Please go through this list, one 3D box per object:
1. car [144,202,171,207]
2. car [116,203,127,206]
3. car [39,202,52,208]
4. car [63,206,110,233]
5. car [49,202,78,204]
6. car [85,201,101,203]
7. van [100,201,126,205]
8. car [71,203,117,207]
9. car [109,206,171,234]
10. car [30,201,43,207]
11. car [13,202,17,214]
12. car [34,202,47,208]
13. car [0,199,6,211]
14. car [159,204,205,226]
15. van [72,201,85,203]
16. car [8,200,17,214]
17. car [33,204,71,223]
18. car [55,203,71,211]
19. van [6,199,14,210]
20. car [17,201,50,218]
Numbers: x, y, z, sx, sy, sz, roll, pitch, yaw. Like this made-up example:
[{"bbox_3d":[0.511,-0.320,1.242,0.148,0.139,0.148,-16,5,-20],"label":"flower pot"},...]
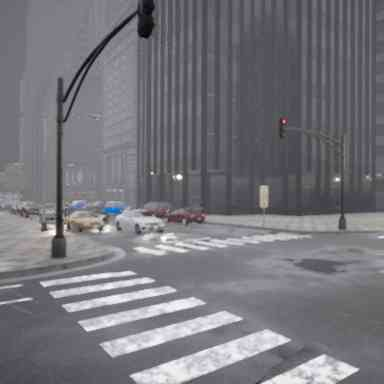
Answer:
[{"bbox_3d":[-3.602,1.894,32.560,2.192,1.841,5.009,0,-1,-35],"label":"car"},{"bbox_3d":[-6.510,2.236,36.728,1.802,1.307,4.206,0,-1,-35],"label":"car"},{"bbox_3d":[-32.676,2.879,74.095,1.947,1.339,4.313,0,-1,-35],"label":"car"},{"bbox_3d":[-7.583,1.958,23.368,1.752,1.417,4.829,0,-1,-35],"label":"car"},{"bbox_3d":[-14.855,2.223,38.440,1.812,1.442,4.674,1,-1,-35],"label":"car"},{"bbox_3d":[-12.337,2.118,45.073,2.192,1.841,5.009,0,-1,-35],"label":"car"},{"bbox_3d":[-9.426,2.070,40.902,1.690,1.788,3.998,0,-1,-35],"label":"van"},{"bbox_3d":[-8.969,2.038,30.013,2.128,1.511,4.902,1,-1,-35],"label":"car"},{"bbox_3d":[-3.605,1.934,22.360,1.812,1.442,4.674,1,-1,-36],"label":"car"},{"bbox_3d":[-38.641,3.006,82.620,2.008,1.369,4.403,0,-1,-35],"label":"car"},{"bbox_3d":[-21.687,2.339,43.522,1.887,1.381,4.507,0,-1,-35],"label":"car"},{"bbox_3d":[-35.659,2.950,78.358,1.947,1.339,4.313,0,-1,-35],"label":"car"},{"bbox_3d":[-32.995,2.519,59.681,1.967,1.590,4.097,0,-1,-35],"label":"car"},{"bbox_3d":[-0.687,2.048,28.386,1.887,1.381,4.507,0,-1,-35],"label":"car"},{"bbox_3d":[-18.161,2.292,53.416,1.690,1.788,3.998,0,-1,-35],"label":"van"},{"bbox_3d":[-24.489,2.305,47.526,1.967,1.590,4.097,0,-1,-35],"label":"car"},{"bbox_3d":[-13.283,2.130,31.513,2.008,1.369,4.403,0,-1,-35],"label":"car"},{"bbox_3d":[-23.728,2.672,61.308,1.802,1.307,4.206,0,-1,-35],"label":"car"},{"bbox_3d":[-27.291,2.277,51.530,1.690,1.788,3.998,0,-1,-35],"label":"van"},{"bbox_3d":[-18.888,2.038,39.521,2.192,1.841,5.009,0,-1,-35],"label":"car"}]
